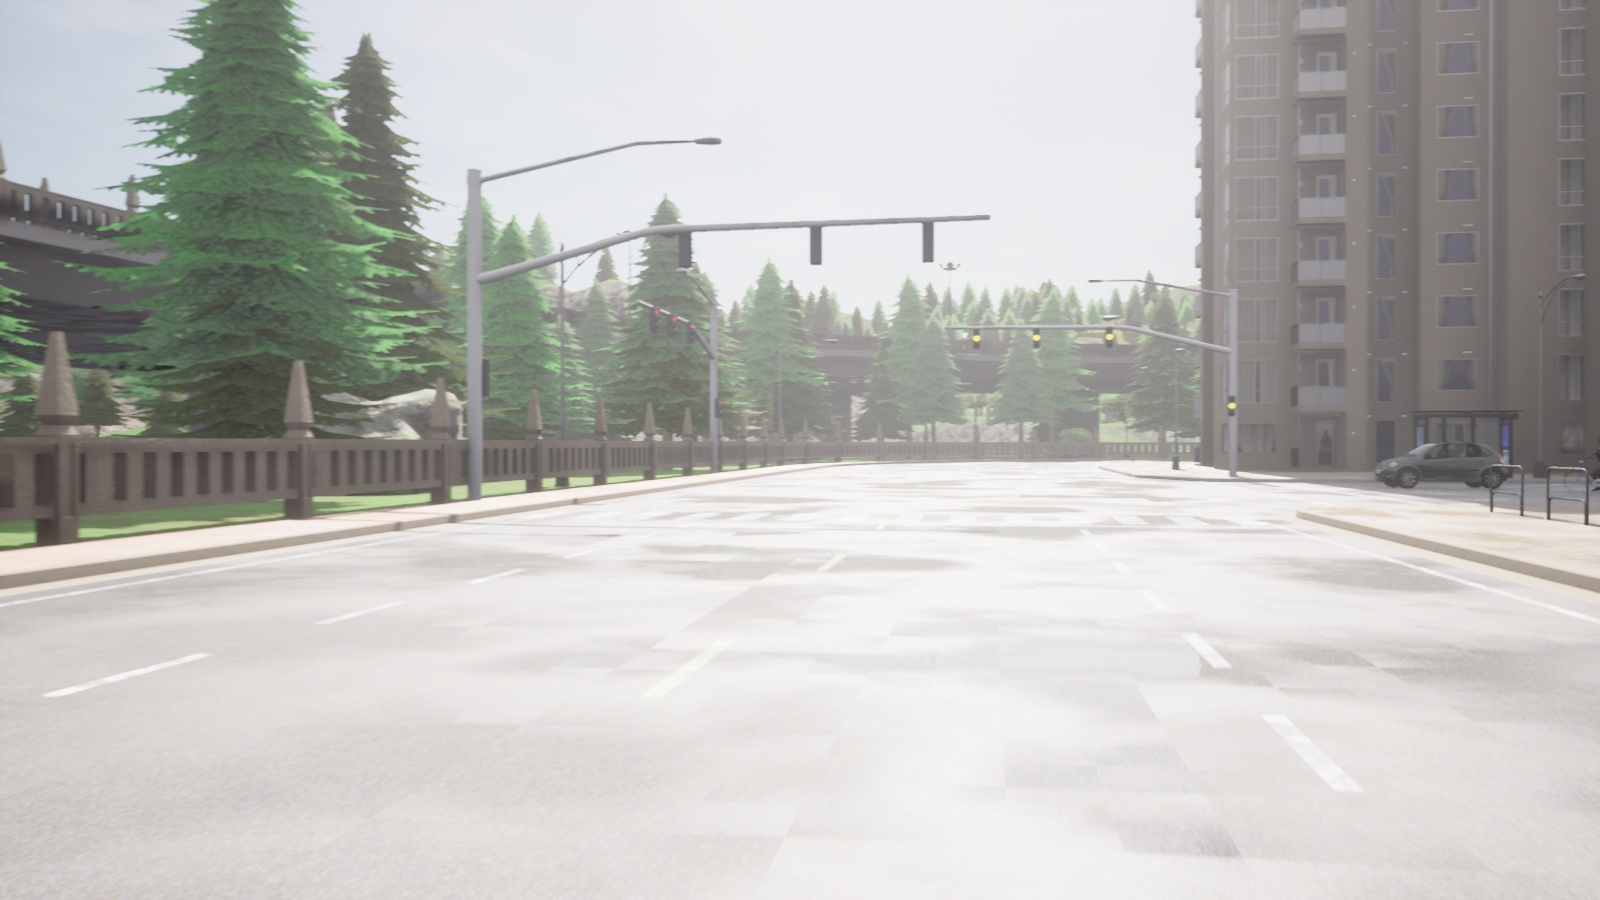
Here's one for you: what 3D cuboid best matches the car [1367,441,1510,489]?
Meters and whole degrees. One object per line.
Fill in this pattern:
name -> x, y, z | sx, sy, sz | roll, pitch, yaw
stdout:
car -> 21.916, 0.504, 43.256 | 3.988, 1.617, 1.851 | 0, 0, 8

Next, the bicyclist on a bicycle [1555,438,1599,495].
bicyclist on a bicycle -> 24.807, 0.504, 39.350 | 1.843, 1.776, 0.659 | 0, 0, 7
